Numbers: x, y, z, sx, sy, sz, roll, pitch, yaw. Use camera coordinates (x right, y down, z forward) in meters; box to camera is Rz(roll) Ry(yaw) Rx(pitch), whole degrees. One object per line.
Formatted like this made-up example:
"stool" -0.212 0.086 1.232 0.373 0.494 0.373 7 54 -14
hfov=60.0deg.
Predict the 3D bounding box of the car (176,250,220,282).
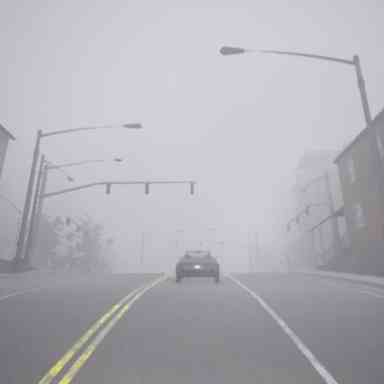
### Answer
"car" 0.299 3.515 16.033 1.994 1.385 4.181 0 -11 2
